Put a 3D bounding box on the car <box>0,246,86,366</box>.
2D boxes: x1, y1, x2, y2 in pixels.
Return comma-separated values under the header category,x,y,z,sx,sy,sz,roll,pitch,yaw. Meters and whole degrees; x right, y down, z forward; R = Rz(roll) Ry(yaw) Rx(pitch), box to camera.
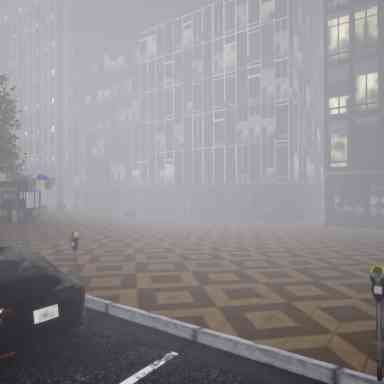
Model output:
category,x,y,z,sx,sy,sz,roll,pitch,yaw
car,-3.523,1.566,5.383,4.313,1.339,1.947,0,0,35
